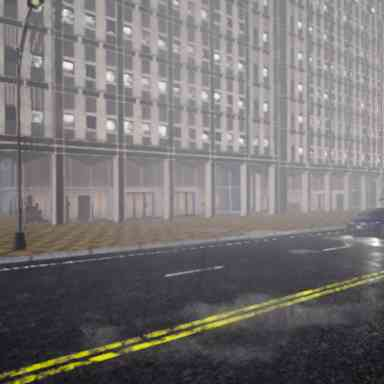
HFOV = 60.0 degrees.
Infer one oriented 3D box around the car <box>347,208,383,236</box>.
[{"bbox_3d":[10.982,1.669,19.459,4.674,1.442,1.812,1,0,-35],"label":"car"}]
